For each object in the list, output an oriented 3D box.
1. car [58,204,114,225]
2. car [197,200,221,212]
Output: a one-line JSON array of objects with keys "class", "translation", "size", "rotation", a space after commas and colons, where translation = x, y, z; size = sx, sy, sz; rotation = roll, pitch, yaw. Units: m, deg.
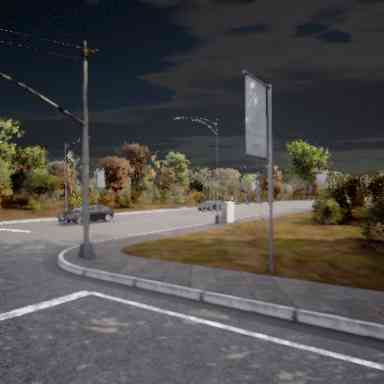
[{"class": "car", "translation": [-8.521, 1.786, 27.106], "size": [1.837, 1.490, 4.892], "rotation": [-1, 0, 32]}, {"class": "car", "translation": [2.540, 1.804, 44.596], "size": [1.837, 1.490, 4.892], "rotation": [-1, 0, 32]}]
